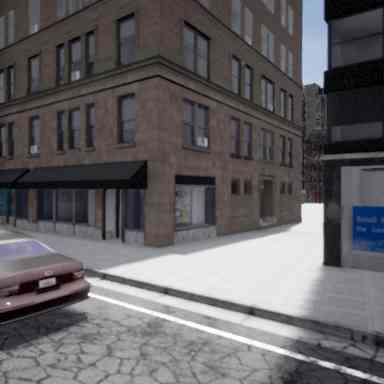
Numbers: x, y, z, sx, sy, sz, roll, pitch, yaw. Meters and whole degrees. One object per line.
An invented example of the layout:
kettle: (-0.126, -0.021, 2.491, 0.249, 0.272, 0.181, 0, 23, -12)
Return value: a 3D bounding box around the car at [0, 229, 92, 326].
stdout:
car: (-4.364, 1.479, 6.798, 5.357, 1.411, 2.033, 1, 0, 35)
